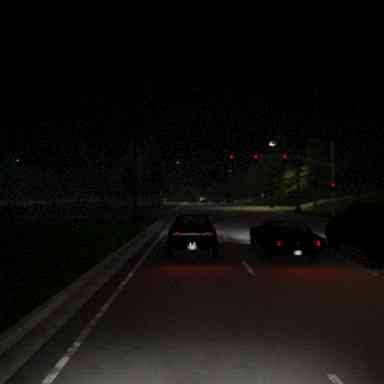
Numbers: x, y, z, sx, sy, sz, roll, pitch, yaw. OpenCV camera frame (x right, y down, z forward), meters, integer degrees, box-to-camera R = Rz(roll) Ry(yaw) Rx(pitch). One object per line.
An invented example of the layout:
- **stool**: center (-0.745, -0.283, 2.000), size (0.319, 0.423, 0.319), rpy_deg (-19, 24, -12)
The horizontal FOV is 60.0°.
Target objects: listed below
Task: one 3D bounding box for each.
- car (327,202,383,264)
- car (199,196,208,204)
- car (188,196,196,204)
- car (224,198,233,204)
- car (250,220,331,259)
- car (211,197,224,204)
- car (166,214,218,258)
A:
- **car**: center (7.015, 1.367, 12.534), size (2.150, 2.045, 5.566), rpy_deg (0, 0, 0)
- **car**: center (3.519, 2.599, 94.073), size (1.994, 1.385, 4.181), rpy_deg (0, -1, 0)
- **car**: center (0.019, 2.267, 93.691), size (2.150, 2.045, 5.566), rpy_deg (0, -1, 0)
- **car**: center (10.519, 2.571, 94.072), size (1.812, 1.442, 4.674), rpy_deg (0, -1, 0)
- **car**: center (3.523, 1.751, 13.234), size (1.895, 1.301, 4.718), rpy_deg (0, -1, 0)
- **car**: center (7.019, 2.581, 93.656), size (2.033, 1.411, 5.357), rpy_deg (0, -1, 0)
- **car**: center (0.025, 1.645, 13.486), size (2.128, 1.511, 4.902), rpy_deg (0, 0, 0)
